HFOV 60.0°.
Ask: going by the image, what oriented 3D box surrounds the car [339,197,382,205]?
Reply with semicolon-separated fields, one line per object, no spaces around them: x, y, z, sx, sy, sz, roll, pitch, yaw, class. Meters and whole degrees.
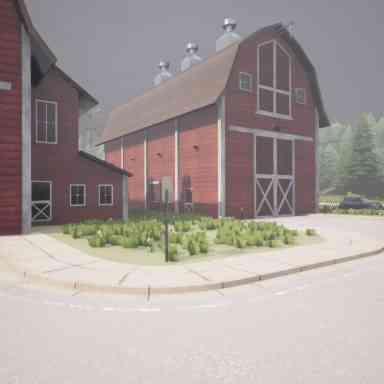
19.111;1.393;37.653;2.097;1.767;4.553;0;0;-34;car
